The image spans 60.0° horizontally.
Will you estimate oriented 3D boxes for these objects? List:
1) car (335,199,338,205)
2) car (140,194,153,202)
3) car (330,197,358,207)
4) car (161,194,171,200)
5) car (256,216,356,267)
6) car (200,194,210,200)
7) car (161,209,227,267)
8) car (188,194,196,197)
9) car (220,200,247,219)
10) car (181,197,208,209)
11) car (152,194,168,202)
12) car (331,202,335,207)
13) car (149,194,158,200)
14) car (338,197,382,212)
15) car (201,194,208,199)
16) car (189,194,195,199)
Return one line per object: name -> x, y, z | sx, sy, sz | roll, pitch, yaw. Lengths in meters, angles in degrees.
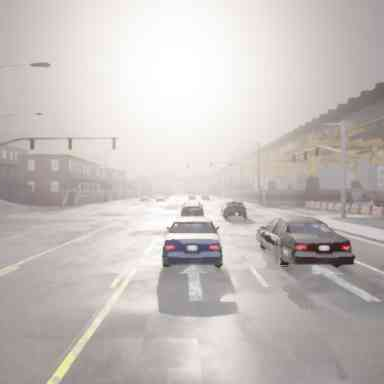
car -> 19.442, 1.395, 37.783 | 2.038, 1.542, 4.974 | 0, 0, -36
car -> -10.505, 1.411, 74.262 | 1.812, 1.442, 4.674 | 0, 0, 0
car -> 19.466, 1.230, 42.429 | 1.853, 1.218, 4.536 | 0, 0, 44
car -> -7.006, 1.372, 90.061 | 2.128, 1.511, 4.902 | 0, 0, 0
car -> 3.527, 1.530, 11.333 | 2.033, 1.411, 5.357 | 0, 0, 1
car -> 3.495, 1.464, 85.048 | 1.895, 1.301, 4.718 | 0, 0, 0
car -> 0.027, 1.530, 11.332 | 2.033, 1.411, 5.357 | 0, 0, 1
car -> -0.005, 1.396, 84.696 | 2.033, 1.411, 5.357 | 0, 0, 0
car -> 3.542, 1.463, 28.549 | 1.837, 1.490, 4.892 | 0, 0, 1
car -> 0.041, 1.449, 28.501 | 2.128, 1.511, 4.902 | 0, 0, 1
car -> -7.005, 1.426, 74.265 | 2.033, 1.411, 5.357 | 0, 0, 0
car -> 19.431, 1.388, 42.391 | 2.038, 1.542, 4.974 | 0, 0, 44
car -> -10.506, 1.325, 90.061 | 1.882, 1.535, 5.008 | 0, 0, 0
car -> 19.473, 1.238, 37.741 | 1.853, 1.218, 4.536 | 0, 0, -36
car -> 3.494, 1.340, 95.322 | 1.837, 1.490, 4.892 | 0, 0, 0
car -> -0.006, 1.318, 95.321 | 1.882, 1.535, 5.008 | 0, 0, 0
